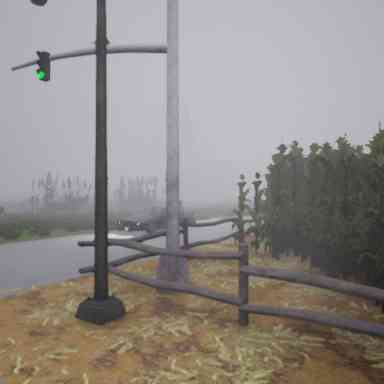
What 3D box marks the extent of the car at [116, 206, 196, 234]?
[{"bbox_3d":[-1.866,1.535,19.470,2.033,1.411,5.357,0,0,35],"label":"car"}]
